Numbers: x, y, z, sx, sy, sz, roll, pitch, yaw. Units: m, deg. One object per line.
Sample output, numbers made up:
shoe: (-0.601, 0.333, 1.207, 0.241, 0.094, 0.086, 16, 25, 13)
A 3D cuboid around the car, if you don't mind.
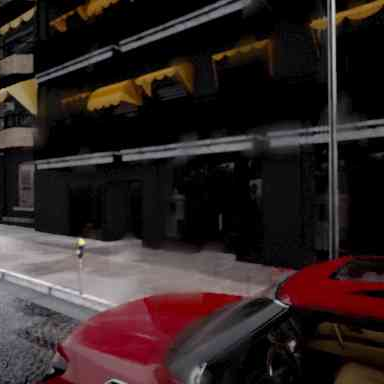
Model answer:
car: (1.215, 1.315, 1.839, 5.009, 1.841, 2.192, 1, -1, 36)
